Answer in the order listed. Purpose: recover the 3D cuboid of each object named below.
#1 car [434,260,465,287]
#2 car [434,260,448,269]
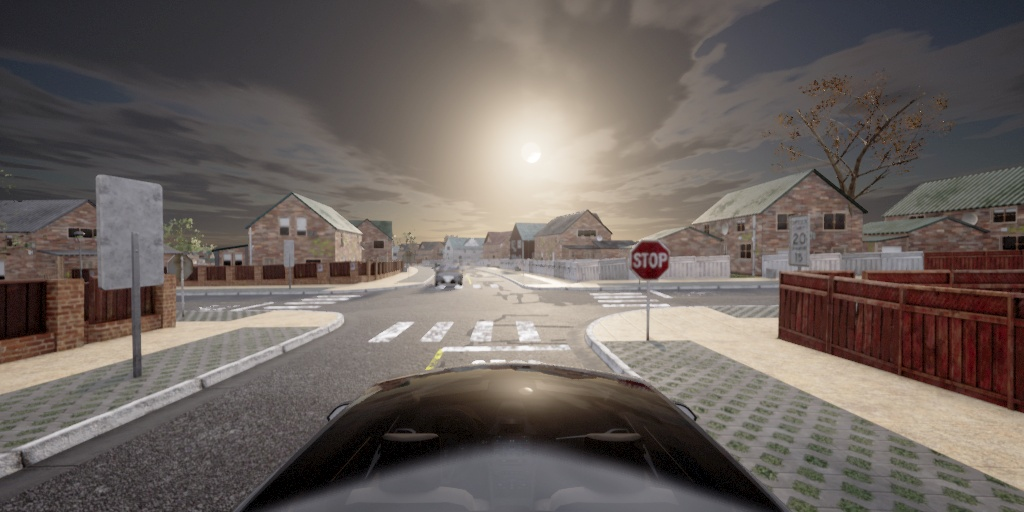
[{"bbox_3d":[-4.319,1.285,24.951,2.128,1.511,4.902,0,0,-7],"label":"car"},{"bbox_3d":[-12.264,1.402,61.704,1.837,1.490,4.892,0,0,-19],"label":"car"}]
